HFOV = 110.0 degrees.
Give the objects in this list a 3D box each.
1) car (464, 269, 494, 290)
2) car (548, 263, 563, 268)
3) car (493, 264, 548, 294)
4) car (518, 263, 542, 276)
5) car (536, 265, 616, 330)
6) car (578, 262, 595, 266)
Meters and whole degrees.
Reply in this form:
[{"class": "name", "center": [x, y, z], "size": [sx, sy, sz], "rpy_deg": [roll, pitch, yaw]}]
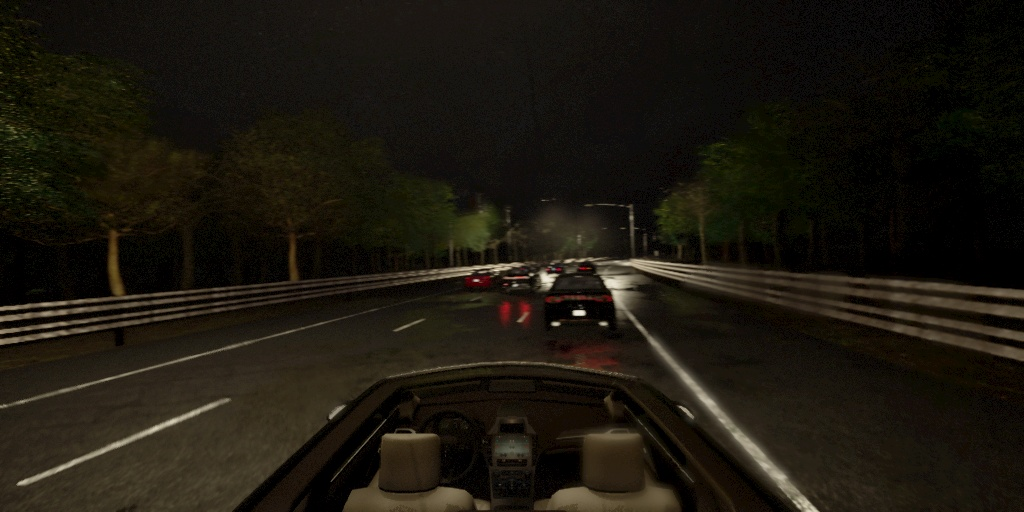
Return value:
[{"class": "car", "center": [-1.972, 1.623, 26.102], "size": [1.994, 1.385, 4.181], "rpy_deg": [-2, -1, 13]}, {"class": "car", "center": [4.959, 1.469, 39.874], "size": [2.033, 1.411, 5.357], "rpy_deg": [-2, -1, 15]}, {"class": "car", "center": [0.687, 1.407, 21.946], "size": [2.128, 1.511, 4.902], "rpy_deg": [-2, -1, 12]}, {"class": "car", "center": [2.262, 1.623, 43.266], "size": [1.994, 1.385, 4.181], "rpy_deg": [-2, -1, 15]}, {"class": "car", "center": [2.076, 1.236, 11.141], "size": [1.882, 1.535, 5.008], "rpy_deg": [-2, -1, 11]}, {"class": "car", "center": [7.262, 1.286, 34.737], "size": [1.837, 1.490, 4.892], "rpy_deg": [-2, -1, 14]}]
